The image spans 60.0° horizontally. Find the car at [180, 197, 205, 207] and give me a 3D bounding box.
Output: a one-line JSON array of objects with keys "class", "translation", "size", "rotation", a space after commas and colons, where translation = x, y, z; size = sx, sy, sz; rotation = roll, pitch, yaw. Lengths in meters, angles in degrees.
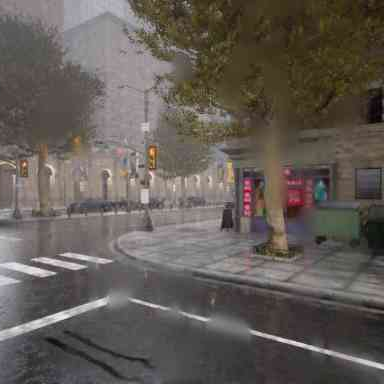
[{"class": "car", "translation": [0.140, 1.505, 50.800], "size": [1.837, 1.490, 4.892], "rotation": [0, 0, 36]}]

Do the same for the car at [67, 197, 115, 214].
[{"class": "car", "translation": [-10.970, 1.352, 35.442], "size": [2.097, 1.767, 4.553], "rotation": [0, 0, 36]}]

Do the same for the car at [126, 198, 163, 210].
[{"class": "car", "translation": [-5.680, 1.505, 42.760], "size": [1.837, 1.490, 4.892], "rotation": [0, 0, 36]}]

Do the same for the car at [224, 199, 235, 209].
[{"class": "car", "translation": [6.307, 1.601, 45.353], "size": [1.895, 1.301, 4.718], "rotation": [0, 0, 36]}]

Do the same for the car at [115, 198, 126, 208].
[{"class": "car", "translation": [-10.164, 1.595, 47.912], "size": [1.895, 1.301, 4.718], "rotation": [0, 0, 36]}]
